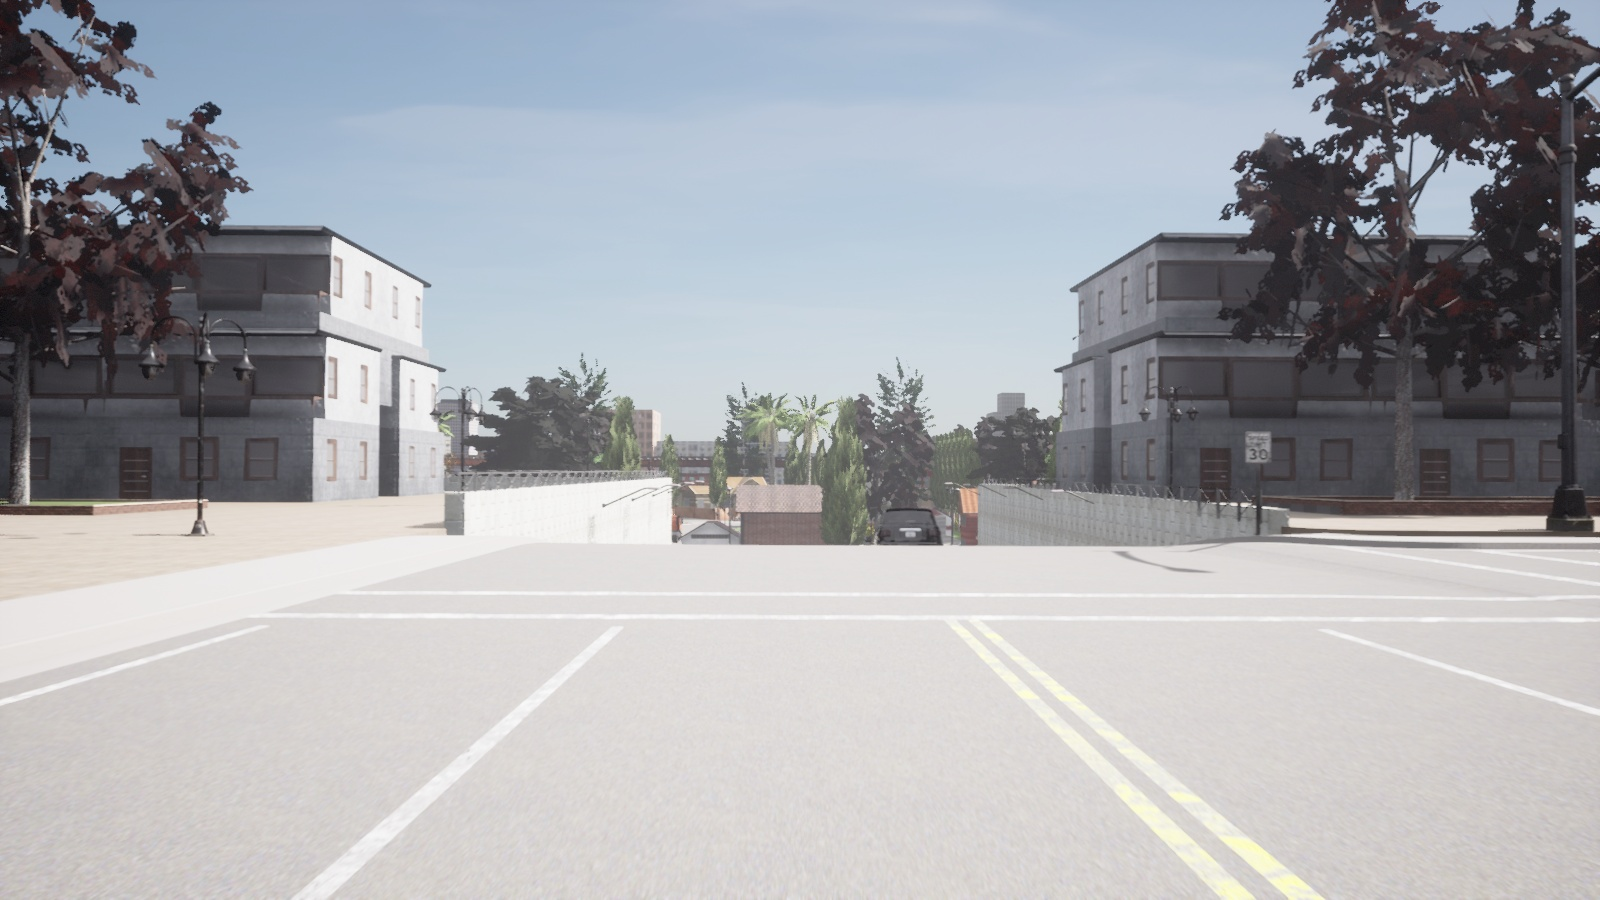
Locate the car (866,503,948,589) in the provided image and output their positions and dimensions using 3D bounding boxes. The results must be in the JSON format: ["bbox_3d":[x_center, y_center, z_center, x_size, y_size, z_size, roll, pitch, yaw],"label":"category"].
[{"bbox_3d":[3.361,3.182,40.604,2.150,2.045,5.566,0,-12,0],"label":"car"}]
